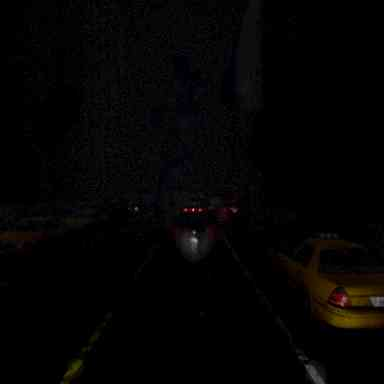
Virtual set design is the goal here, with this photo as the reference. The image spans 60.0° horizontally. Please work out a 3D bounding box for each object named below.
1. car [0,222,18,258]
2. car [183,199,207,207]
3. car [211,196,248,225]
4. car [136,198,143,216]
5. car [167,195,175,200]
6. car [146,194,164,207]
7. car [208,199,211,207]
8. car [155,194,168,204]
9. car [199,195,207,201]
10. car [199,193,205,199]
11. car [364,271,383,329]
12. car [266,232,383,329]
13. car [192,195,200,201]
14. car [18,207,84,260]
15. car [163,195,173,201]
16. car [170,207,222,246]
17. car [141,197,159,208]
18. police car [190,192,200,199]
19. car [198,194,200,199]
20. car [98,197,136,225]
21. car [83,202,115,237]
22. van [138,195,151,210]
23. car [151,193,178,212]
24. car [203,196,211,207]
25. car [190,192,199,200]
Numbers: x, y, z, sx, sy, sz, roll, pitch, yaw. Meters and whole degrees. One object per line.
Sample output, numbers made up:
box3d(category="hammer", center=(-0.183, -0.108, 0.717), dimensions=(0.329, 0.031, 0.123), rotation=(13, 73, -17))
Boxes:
box3d(category="car", center=(-5.763, 1.554, 6.846), dimensions=(1.947, 1.339, 4.313), rotation=(0, 0, 0))
box3d(category="car", center=(0.102, 1.557, 30.240), dimensions=(1.895, 1.301, 4.718), rotation=(0, 0, 0))
box3d(category="car", center=(2.766, 1.279, 23.773), dimensions=(2.192, 1.841, 5.009), rotation=(0, 0, 0))
box3d(category="car", center=(-5.757, 1.482, 29.239), dimensions=(1.752, 1.417, 4.829), rotation=(0, 0, 0))
box3d(category="car", center=(-5.740, 1.461, 91.457), dimensions=(2.008, 1.369, 4.403), rotation=(0, 0, 0))
box3d(category="car", center=(-5.752, 1.251, 51.971), dimensions=(2.192, 1.841, 5.009), rotation=(0, 0, 0))
box3d(category="car", center=(2.768, 1.508, 29.413), dimensions=(2.008, 1.369, 4.403), rotation=(0, 0, 0))
box3d(category="car", center=(-5.749, 1.243, 63.253), dimensions=(2.192, 1.841, 5.009), rotation=(0, 0, 0))
box3d(category="car", center=(2.784, 1.459, 85.819), dimensions=(1.887, 1.381, 4.507), rotation=(0, 0, 0))
box3d(category="car", center=(2.775, 1.372, 57.615), dimensions=(1.967, 1.590, 4.097), rotation=(0, 0, 0))
box3d(category="car", center=(2.761, 1.543, 1.211), dimensions=(1.887, 1.381, 4.507), rotation=(0, 0, 0))
box3d(category="car", center=(2.762, 1.514, 7.022), dimensions=(1.752, 1.417, 4.829), rotation=(0, 0, 0))
box3d(category="car", center=(0.923, 1.443, 81.282), dimensions=(1.812, 1.442, 4.674), rotation=(0, 0, 0))
box3d(category="car", center=(-5.762, 1.505, 12.317), dimensions=(1.752, 1.417, 4.829), rotation=(0, 0, 0))
box3d(category="car", center=(-5.743, 1.483, 80.176), dimensions=(1.947, 1.339, 4.313), rotation=(0, 0, 0))
box3d(category="car", center=(0.097, 1.577, 15.052), dimensions=(1.895, 1.301, 4.718), rotation=(0, 0, 0))
box3d(category="car", center=(-5.753, 1.491, 46.331), dimensions=(2.008, 1.369, 4.403), rotation=(0, 0, 0))
box3d(category="police car", center=(0.863, 1.349, 71.382), dimensions=(1.930, 1.638, 5.238), rotation=(0, 0, -1))
box3d(category="car", center=(2.779, 1.491, 68.896), dimensions=(1.947, 1.339, 4.313), rotation=(0, 0, 0))
box3d(category="car", center=(-5.759, 1.279, 23.768), dimensions=(2.192, 1.841, 5.009), rotation=(0, 0, 0))
box3d(category="car", center=(-5.760, 1.497, 17.957), dimensions=(1.752, 1.417, 4.829), rotation=(0, 0, 0))
box3d(category="van", center=(-5.755, 1.286, 40.690), dimensions=(1.690, 1.788, 3.998), rotation=(0, 0, 0))
box3d(category="car", center=(-3.085, 1.170, 38.562), dimensions=(2.150, 2.045, 5.566), rotation=(0, 0, 0))
box3d(category="car", center=(2.771, 1.496, 40.694), dimensions=(2.008, 1.369, 4.403), rotation=(0, 0, 0))
box3d(category="car", center=(0.725, 1.135, 87.290), dimensions=(2.150, 2.045, 5.566), rotation=(0, 0, -1))
